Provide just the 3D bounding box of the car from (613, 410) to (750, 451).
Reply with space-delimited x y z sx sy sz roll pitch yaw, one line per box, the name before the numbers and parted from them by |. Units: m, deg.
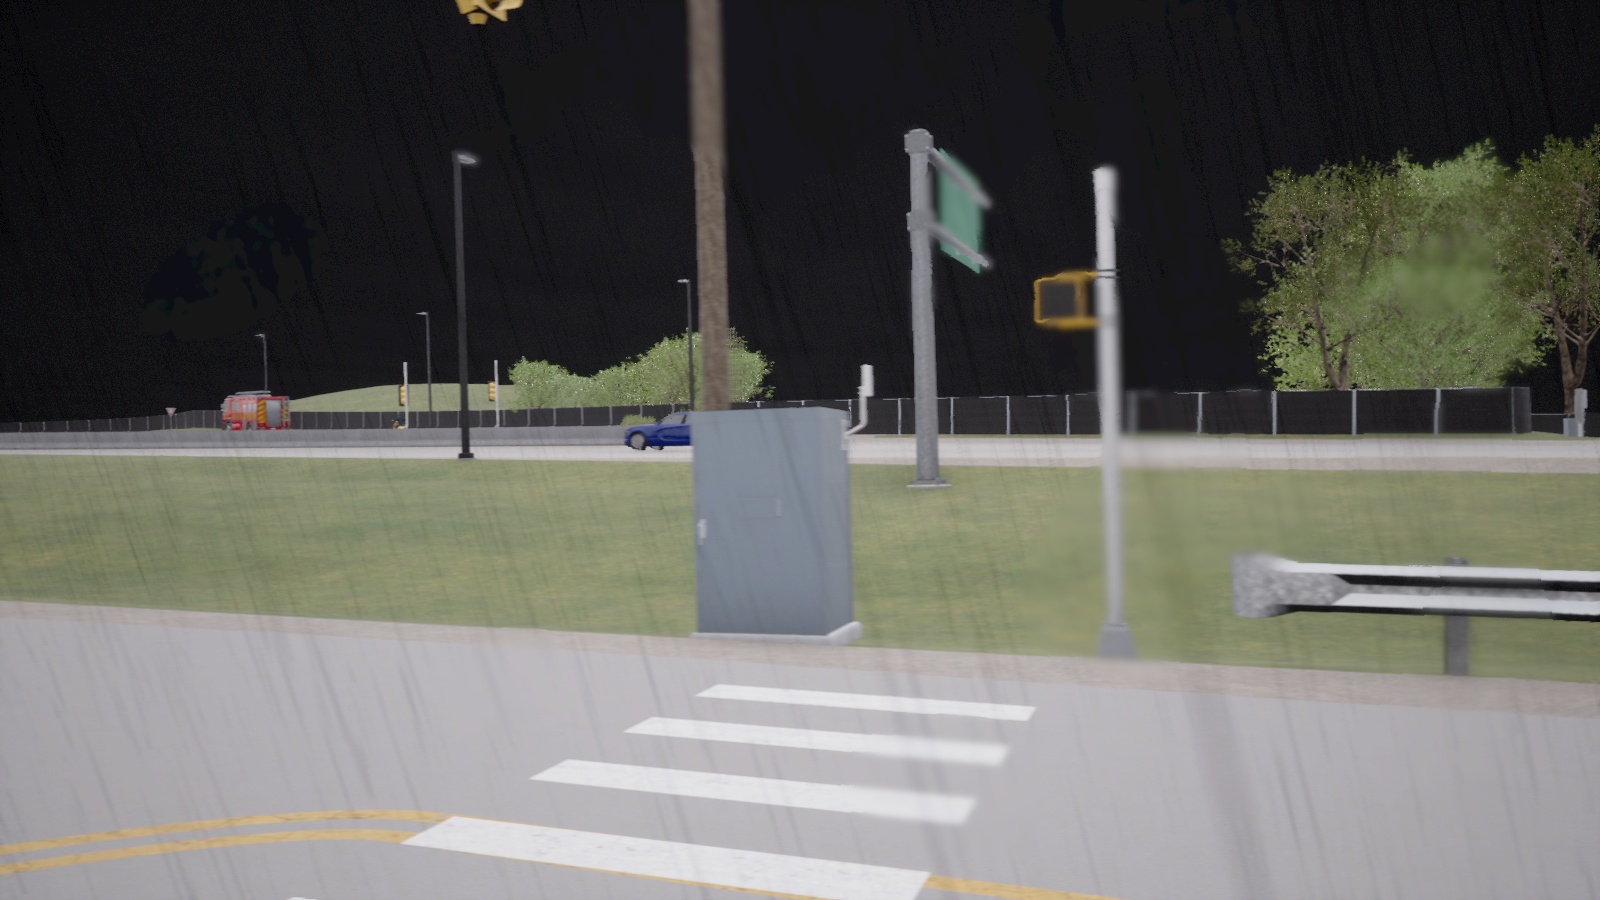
car | -4.620 -0.764 49.023 5.008 1.535 1.882 0 1 19
